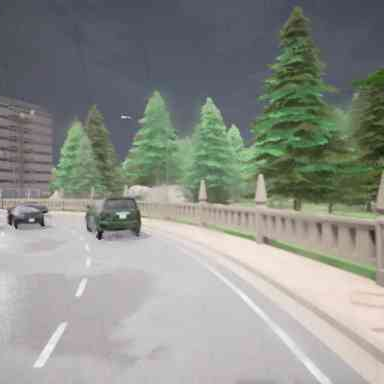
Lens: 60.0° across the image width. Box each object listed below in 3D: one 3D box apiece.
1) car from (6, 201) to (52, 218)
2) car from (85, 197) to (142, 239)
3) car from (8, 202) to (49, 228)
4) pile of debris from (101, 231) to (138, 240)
[{"bbox_3d":[-16.386,1.699,33.225,5.357,1.411,2.033,-1,0,39],"label":"car"},{"bbox_3d":[-4.396,1.265,18.099,2.150,2.045,5.566,0,0,-25],"label":"car"},{"bbox_3d":[-11.482,1.632,22.978,1.812,1.442,4.674,0,0,-35],"label":"car"},{"bbox_3d":[-3.739,2.213,16.977,1.500,0.140,1.860,0,0,-24],"label":"pile of debris"}]
